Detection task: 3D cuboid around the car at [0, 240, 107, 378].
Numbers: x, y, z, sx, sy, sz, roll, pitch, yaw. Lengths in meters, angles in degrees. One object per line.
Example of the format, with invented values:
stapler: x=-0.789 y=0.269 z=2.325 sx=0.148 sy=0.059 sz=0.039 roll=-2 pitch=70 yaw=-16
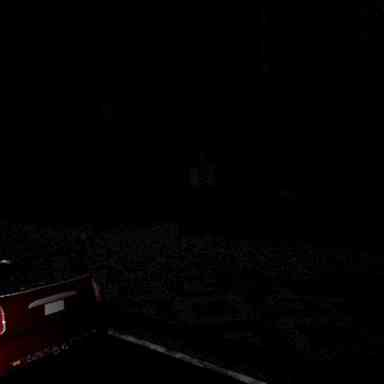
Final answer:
car: x=-3.309 y=1.492 z=5.320 sx=4.097 sy=1.590 sz=1.967 roll=-1 pitch=0 yaw=36
